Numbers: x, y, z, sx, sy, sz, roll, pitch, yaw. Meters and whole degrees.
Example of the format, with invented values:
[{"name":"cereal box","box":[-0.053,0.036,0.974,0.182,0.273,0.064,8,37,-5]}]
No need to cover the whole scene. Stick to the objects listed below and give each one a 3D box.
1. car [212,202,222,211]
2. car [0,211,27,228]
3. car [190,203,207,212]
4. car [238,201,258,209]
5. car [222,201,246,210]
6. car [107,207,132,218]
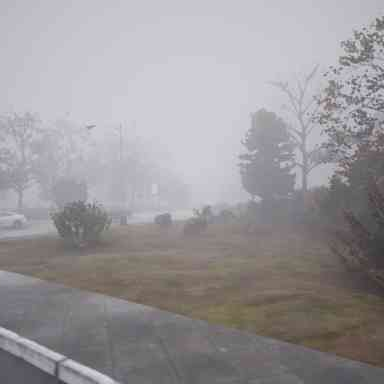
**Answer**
[{"name":"car","box":[5.021,2.318,53.557,1.837,1.490,4.892,-3,-2,32]},{"name":"car","box":[-16.039,2.334,27.234,1.812,1.442,4.674,-3,-2,34]},{"name":"car","box":[1.329,2.525,54.482,1.994,1.385,4.181,-3,-2,33]},{"name":"car","box":[10.446,2.409,62.091,1.837,1.490,4.892,-3,-2,33]},{"name":"car","box":[7.121,2.195,50.317,2.033,1.411,5.357,-3,-2,32]},{"name":"car","box":[-9.107,2.440,37.967,1.895,1.301,4.718,-3,-2,33]}]
